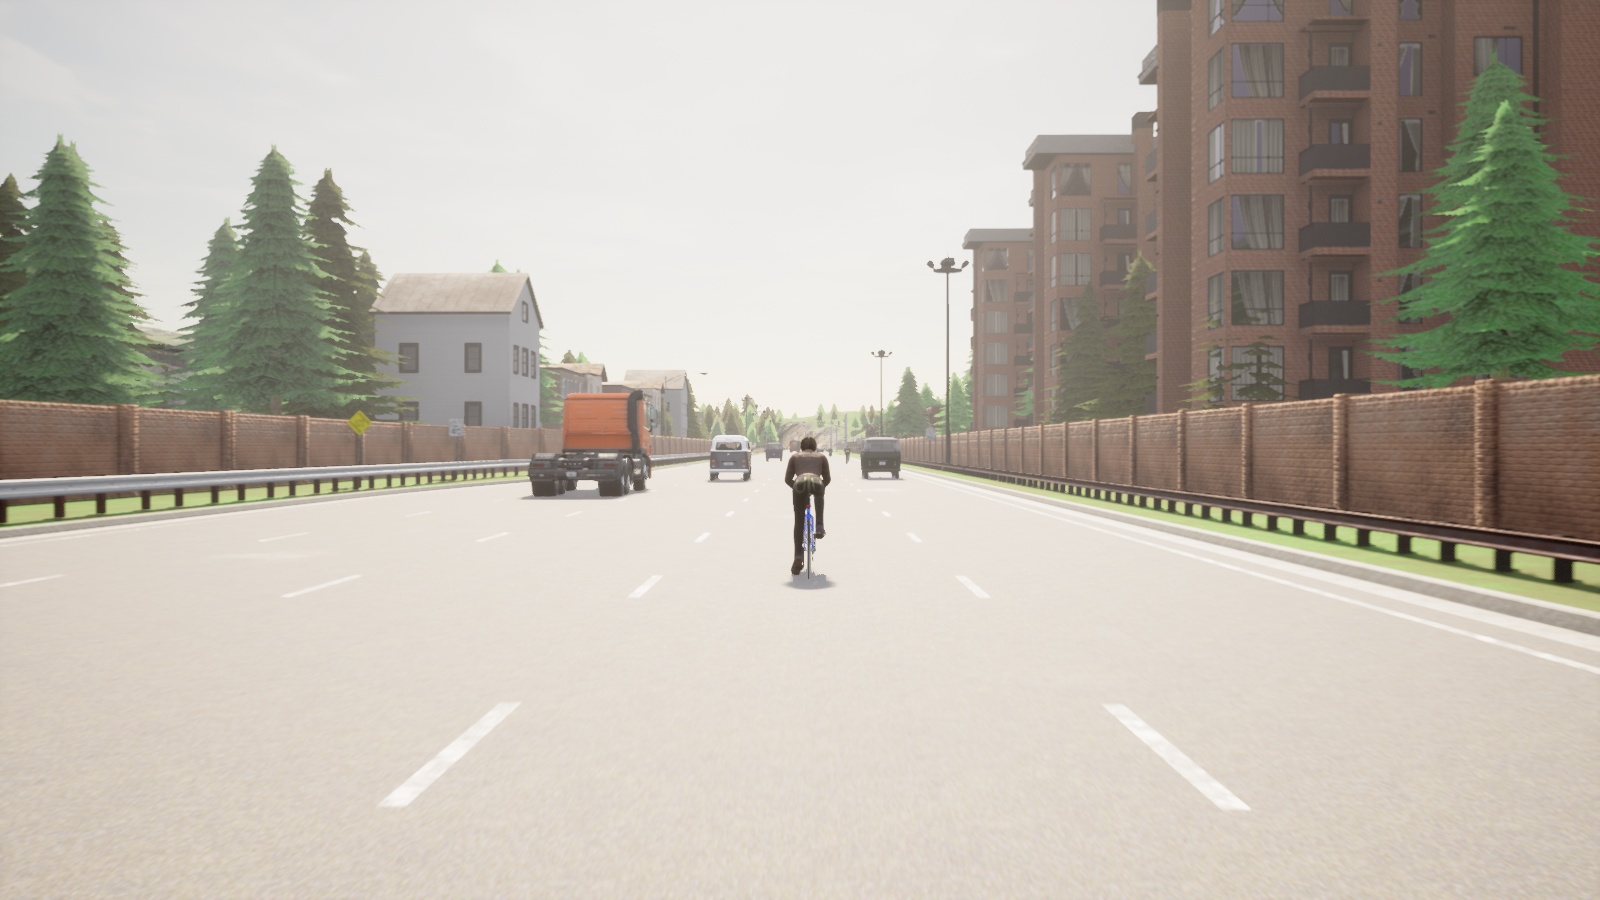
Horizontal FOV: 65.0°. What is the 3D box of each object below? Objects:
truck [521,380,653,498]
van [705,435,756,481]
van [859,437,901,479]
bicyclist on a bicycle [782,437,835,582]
[{"bbox_3d":[-6.748,-0.330,41.006,2.891,3.462,7.936,0,0,0],"label":"truck"},{"bbox_3d":[-3.154,0.342,57.674,2.069,2.038,4.480,0,0,0],"label":"van"},{"bbox_3d":[3.867,0.370,61.017,1.775,1.987,4.442,0,0,0],"label":"van"},{"bbox_3d":[0.101,0.668,14.844,0.582,1.620,1.656,0,0,0],"label":"bicyclist on a bicycle"}]
